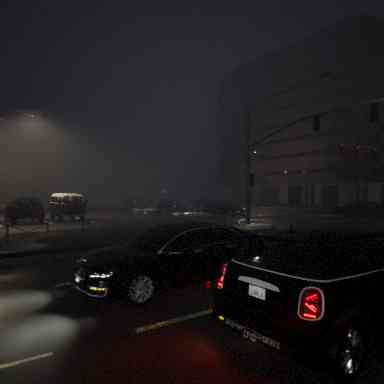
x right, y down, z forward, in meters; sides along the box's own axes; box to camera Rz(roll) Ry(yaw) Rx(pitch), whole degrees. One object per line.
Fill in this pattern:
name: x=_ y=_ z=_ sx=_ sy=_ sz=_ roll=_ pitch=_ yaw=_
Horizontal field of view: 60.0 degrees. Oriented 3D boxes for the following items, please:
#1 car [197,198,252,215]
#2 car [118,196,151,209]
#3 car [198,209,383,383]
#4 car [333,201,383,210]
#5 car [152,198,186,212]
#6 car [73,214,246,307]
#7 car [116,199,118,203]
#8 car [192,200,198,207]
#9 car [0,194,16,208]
car: x=3.168 y=1.603 z=31.431 sx=2.033 sy=1.411 sz=5.357 roll=0 pitch=0 yaw=-35
car: x=-8.287 y=1.407 z=47.579 sx=2.097 sy=1.767 sz=4.553 roll=0 pitch=0 yaw=-35
car: x=2.601 y=1.352 z=5.658 sx=4.553 sy=1.767 sz=2.097 roll=0 pitch=0 yaw=-35
car: x=16.131 y=1.594 z=31.210 sx=5.357 sy=1.411 sz=2.033 roll=0 pitch=0 yaw=36
car: x=-2.525 y=1.581 z=39.464 sx=1.812 sy=1.442 sz=4.674 roll=0 pitch=0 yaw=-36
car: x=-0.317 y=1.505 z=8.075 sx=4.892 sy=1.490 sz=1.837 roll=0 pitch=0 yaw=-36
car: x=-13.960 y=1.619 z=67.980 sx=1.994 sy=1.385 sz=4.181 roll=0 pitch=0 yaw=-35
car: x=2.125 y=1.603 z=51.376 sx=2.033 sy=1.411 sz=5.357 roll=0 pitch=0 yaw=-35
car: x=-31.719 y=1.209 z=56.462 sx=1.932 sy=1.855 sz=4.605 roll=0 pitch=0 yaw=-35
